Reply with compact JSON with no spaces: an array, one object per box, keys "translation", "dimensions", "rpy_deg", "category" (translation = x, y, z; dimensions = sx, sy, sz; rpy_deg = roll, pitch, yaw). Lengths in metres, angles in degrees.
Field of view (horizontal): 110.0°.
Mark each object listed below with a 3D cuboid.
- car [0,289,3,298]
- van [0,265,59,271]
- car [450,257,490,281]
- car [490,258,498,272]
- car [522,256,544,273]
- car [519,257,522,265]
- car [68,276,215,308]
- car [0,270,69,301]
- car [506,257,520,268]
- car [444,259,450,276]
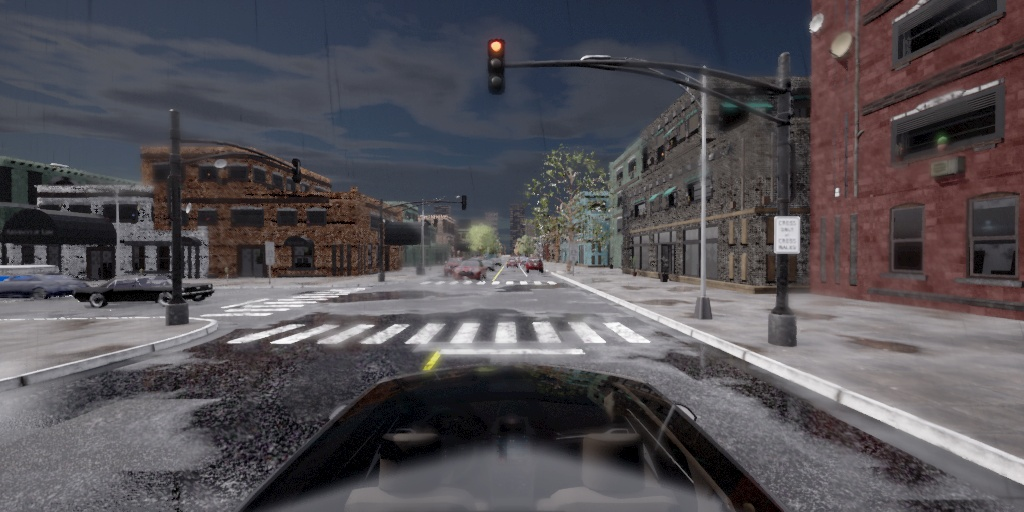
[{"translation":[-26.839,1.648,16.219],"dimensions":[4.674,1.442,1.812],"rpy_deg":[-1,1,-1],"category":"car"},{"translation":[-30.312,1.458,21.972],"dimensions":[3.998,1.789,1.690],"rpy_deg":[0,0,-1],"category":"van"},{"translation":[-3.347,1.097,29.511],"dimensions":[2.097,1.767,4.553],"rpy_deg":[0,0,4],"category":"car"},{"translation":[-3.131,1.245,45.351],"dimensions":[1.837,1.490,4.892],"rpy_deg":[0,0,0],"category":"car"},{"translation":[2.663,1.055,42.860],"dimensions":[2.192,1.841,5.009],"rpy_deg":[0,0,0],"category":"car"},{"translation":[2.650,1.287,59.491],"dimensions":[2.007,1.370,4.403],"rpy_deg":[0,0,0],"category":"car"},{"translation":[-16.547,1.577,16.351],"dimensions":[4.718,1.301,1.895],"rpy_deg":[-1,1,-1],"category":"car"},{"translation":[-25.826,1.641,19.437],"dimensions":[4.181,1.385,1.994],"rpy_deg":[-1,1,-1],"category":"car"},{"translation":[0.054,1.261,61.858],"dimensions":[1.812,1.442,4.674],"rpy_deg":[0,0,0],"category":"car"},{"translation":[-5.713,1.057,37.309],"dimensions":[2.192,1.841,5.009],"rpy_deg":[0,0,0],"category":"car"}]
